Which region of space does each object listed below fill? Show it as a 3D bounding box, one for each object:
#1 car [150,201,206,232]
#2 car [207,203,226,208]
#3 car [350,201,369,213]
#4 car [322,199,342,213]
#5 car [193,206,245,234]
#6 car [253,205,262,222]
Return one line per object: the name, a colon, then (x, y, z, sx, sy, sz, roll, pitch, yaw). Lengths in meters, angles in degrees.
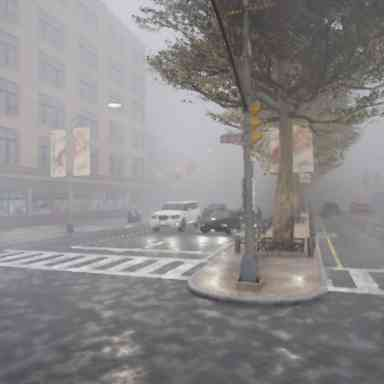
car: (-0.979, 1.669, 24.017, 2.150, 2.045, 5.566, -1, -1, 19)
car: (2.398, 1.922, 33.485, 2.097, 1.767, 4.553, -1, -1, 20)
car: (22.329, 1.975, 44.401, 1.882, 1.535, 5.008, -1, -1, 19)
car: (18.726, 2.061, 44.897, 1.837, 1.490, 4.892, -1, -1, 20)
car: (2.101, 1.922, 22.220, 2.033, 1.411, 5.357, -1, -1, 19)
car: (5.469, 2.002, 31.674, 1.837, 1.490, 4.892, -1, -1, 20)
